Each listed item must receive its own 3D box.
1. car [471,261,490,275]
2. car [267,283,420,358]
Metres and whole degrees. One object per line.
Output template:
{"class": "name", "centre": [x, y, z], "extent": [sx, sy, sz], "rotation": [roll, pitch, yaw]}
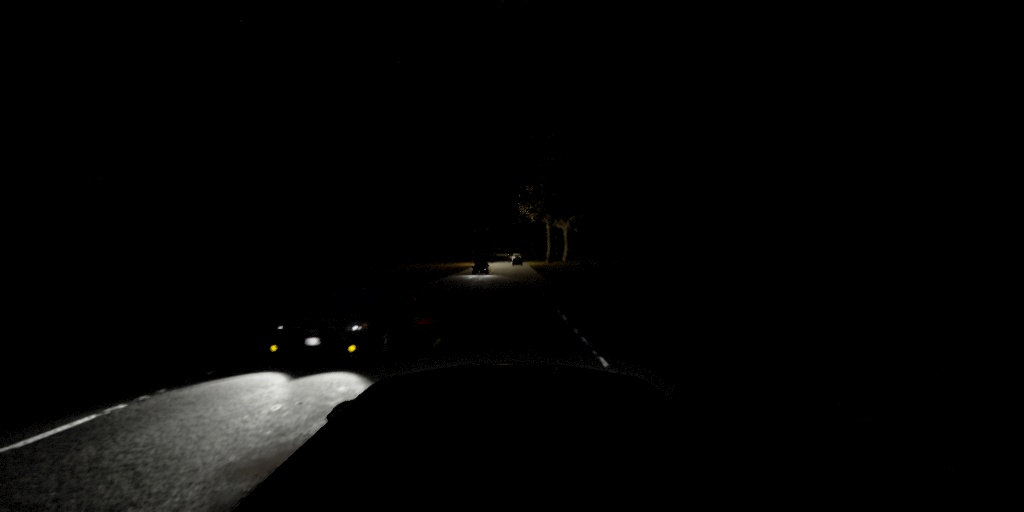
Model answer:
{"class": "car", "centre": [-3.582, 1.380, 41.754], "extent": [1.837, 1.490, 4.892], "rotation": [0, 1, 0]}
{"class": "car", "centre": [-3.580, 1.356, 8.438], "extent": [1.994, 1.385, 4.181], "rotation": [0, 0, 0]}
